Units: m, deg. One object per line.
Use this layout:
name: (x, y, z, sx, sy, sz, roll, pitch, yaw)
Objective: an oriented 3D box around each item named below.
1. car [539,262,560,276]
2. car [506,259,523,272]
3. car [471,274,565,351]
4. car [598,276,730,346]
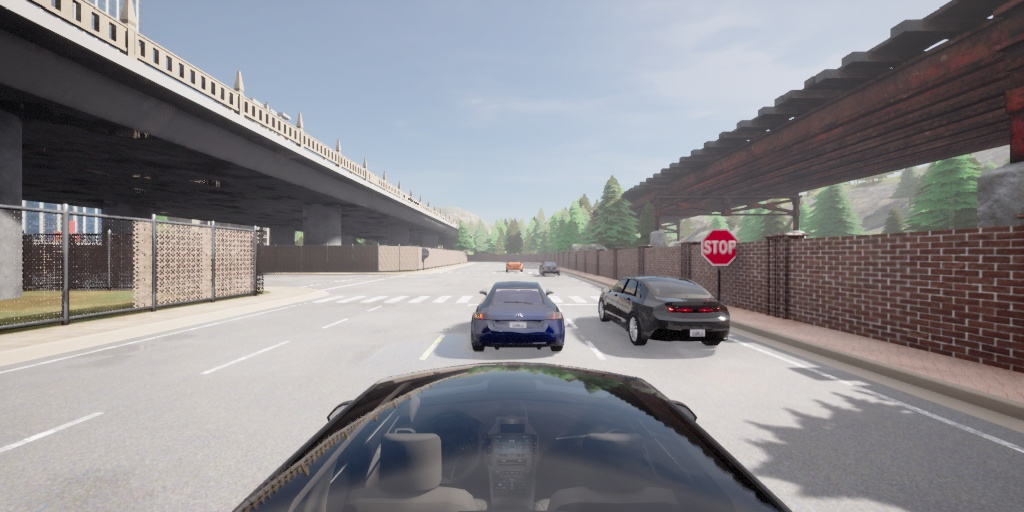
car: (3.854, 1.297, 37.464, 2.033, 1.411, 5.357, 0, 0, 0)
car: (0.270, 1.102, 45.663, 2.097, 1.767, 4.553, 0, 0, 0)
car: (0.117, 1.314, 8.987, 1.994, 1.385, 4.181, 0, 0, 0)
car: (3.620, 1.255, 9.412, 1.837, 1.490, 4.892, 0, 0, 0)
